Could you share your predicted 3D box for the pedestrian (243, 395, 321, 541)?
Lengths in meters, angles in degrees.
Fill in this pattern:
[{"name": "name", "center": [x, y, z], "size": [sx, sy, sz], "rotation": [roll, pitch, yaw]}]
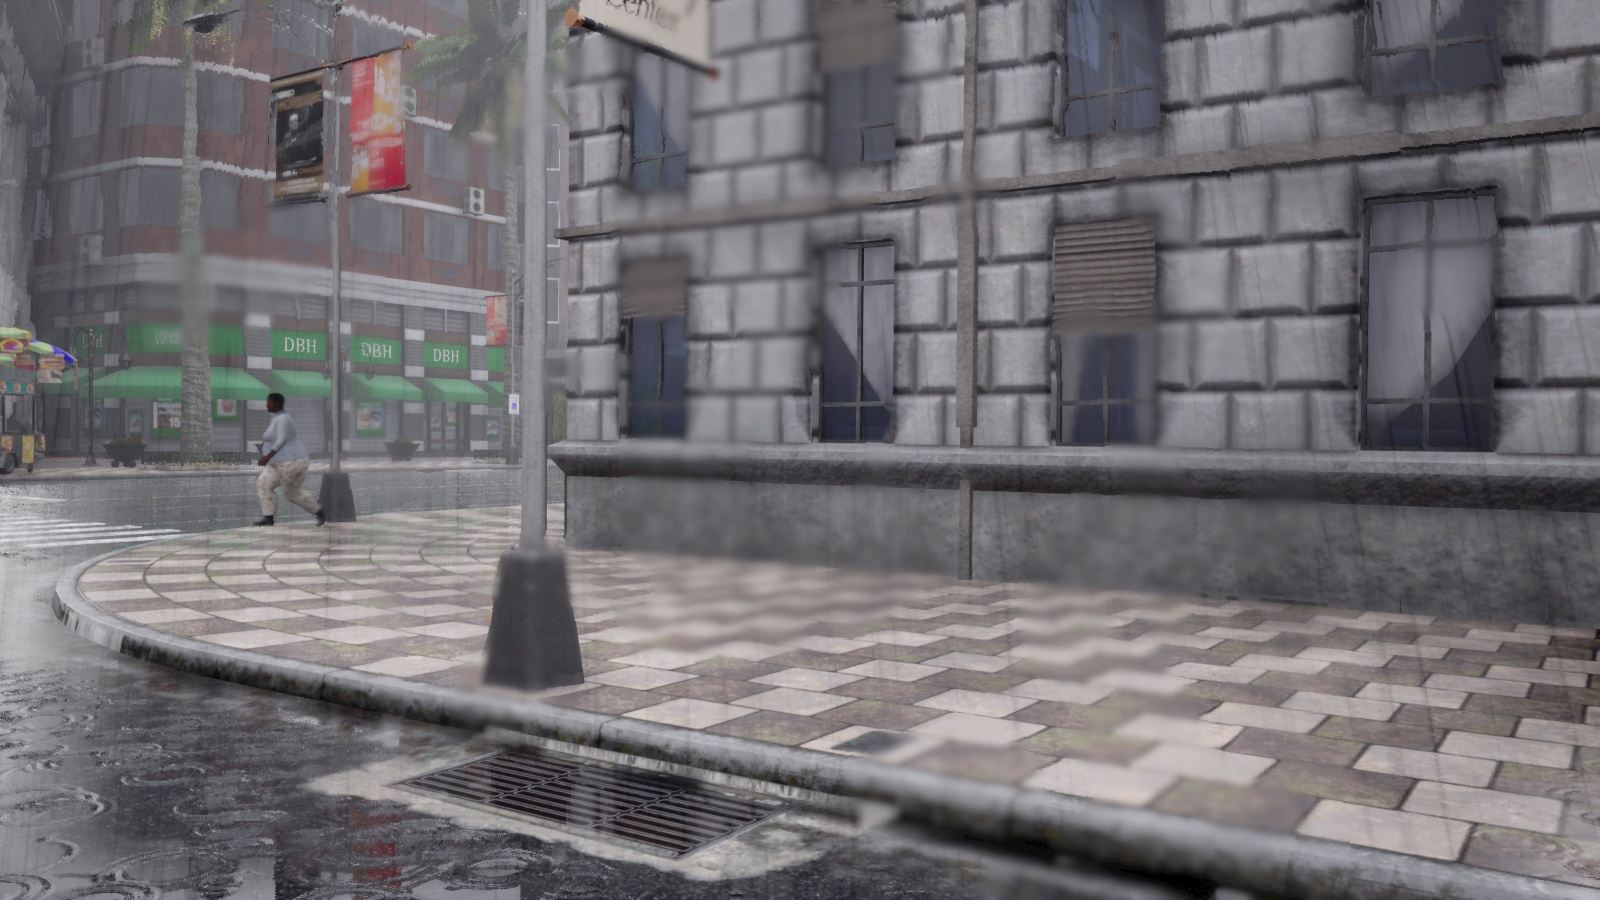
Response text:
[{"name": "pedestrian", "center": [-6.820, 0.221, 16.516], "size": [0.900, 1.855, 0.874], "rotation": [-1, 1, -24]}]
